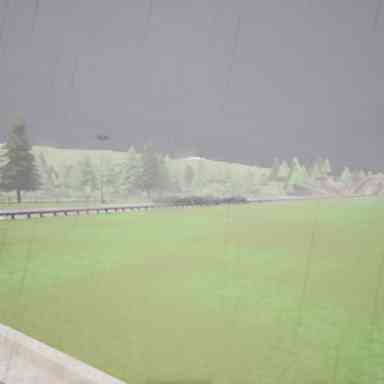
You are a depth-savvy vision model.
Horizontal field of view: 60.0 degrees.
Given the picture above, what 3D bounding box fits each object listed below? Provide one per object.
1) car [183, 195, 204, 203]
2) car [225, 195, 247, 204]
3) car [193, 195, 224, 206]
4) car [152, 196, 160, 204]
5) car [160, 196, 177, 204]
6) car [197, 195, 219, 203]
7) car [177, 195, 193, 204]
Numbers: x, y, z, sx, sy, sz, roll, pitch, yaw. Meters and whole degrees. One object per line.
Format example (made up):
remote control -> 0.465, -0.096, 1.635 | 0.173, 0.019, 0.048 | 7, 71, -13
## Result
car -> 0.372, 1.356, 68.502 | 1.882, 1.535, 5.008 | 0, 0, 35
car -> 8.509, 1.424, 61.814 | 1.837, 1.490, 4.892 | 0, 0, 35
car -> 2.657, 1.424, 53.347 | 1.837, 1.490, 4.892 | 0, 0, 35
car -> -5.280, 1.454, 60.296 | 1.994, 1.385, 4.181 | 0, 0, 35
car -> -2.783, 1.392, 57.778 | 2.128, 1.511, 4.902 | 0, 0, 35
car -> 3.243, 1.391, 66.499 | 2.128, 1.511, 4.902 | 0, 0, 35
car -> 0.128, 1.414, 55.830 | 1.837, 1.490, 4.892 | 0, 0, 35
